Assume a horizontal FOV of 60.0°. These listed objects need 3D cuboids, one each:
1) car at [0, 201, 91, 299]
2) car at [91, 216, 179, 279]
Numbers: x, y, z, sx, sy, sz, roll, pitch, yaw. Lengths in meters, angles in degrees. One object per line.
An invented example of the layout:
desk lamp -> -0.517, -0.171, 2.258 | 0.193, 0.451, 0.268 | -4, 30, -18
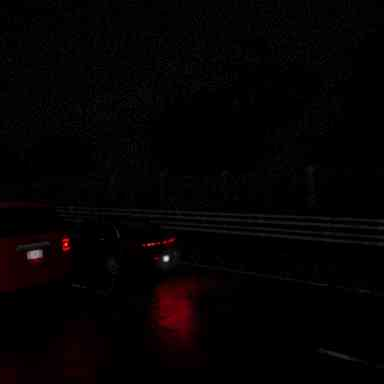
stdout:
car -> -5.021, 1.225, 7.560 | 5.566, 2.045, 2.150 | 0, 0, 35
car -> -2.644, 1.508, 10.163 | 4.892, 1.490, 1.837 | 0, 0, 35
